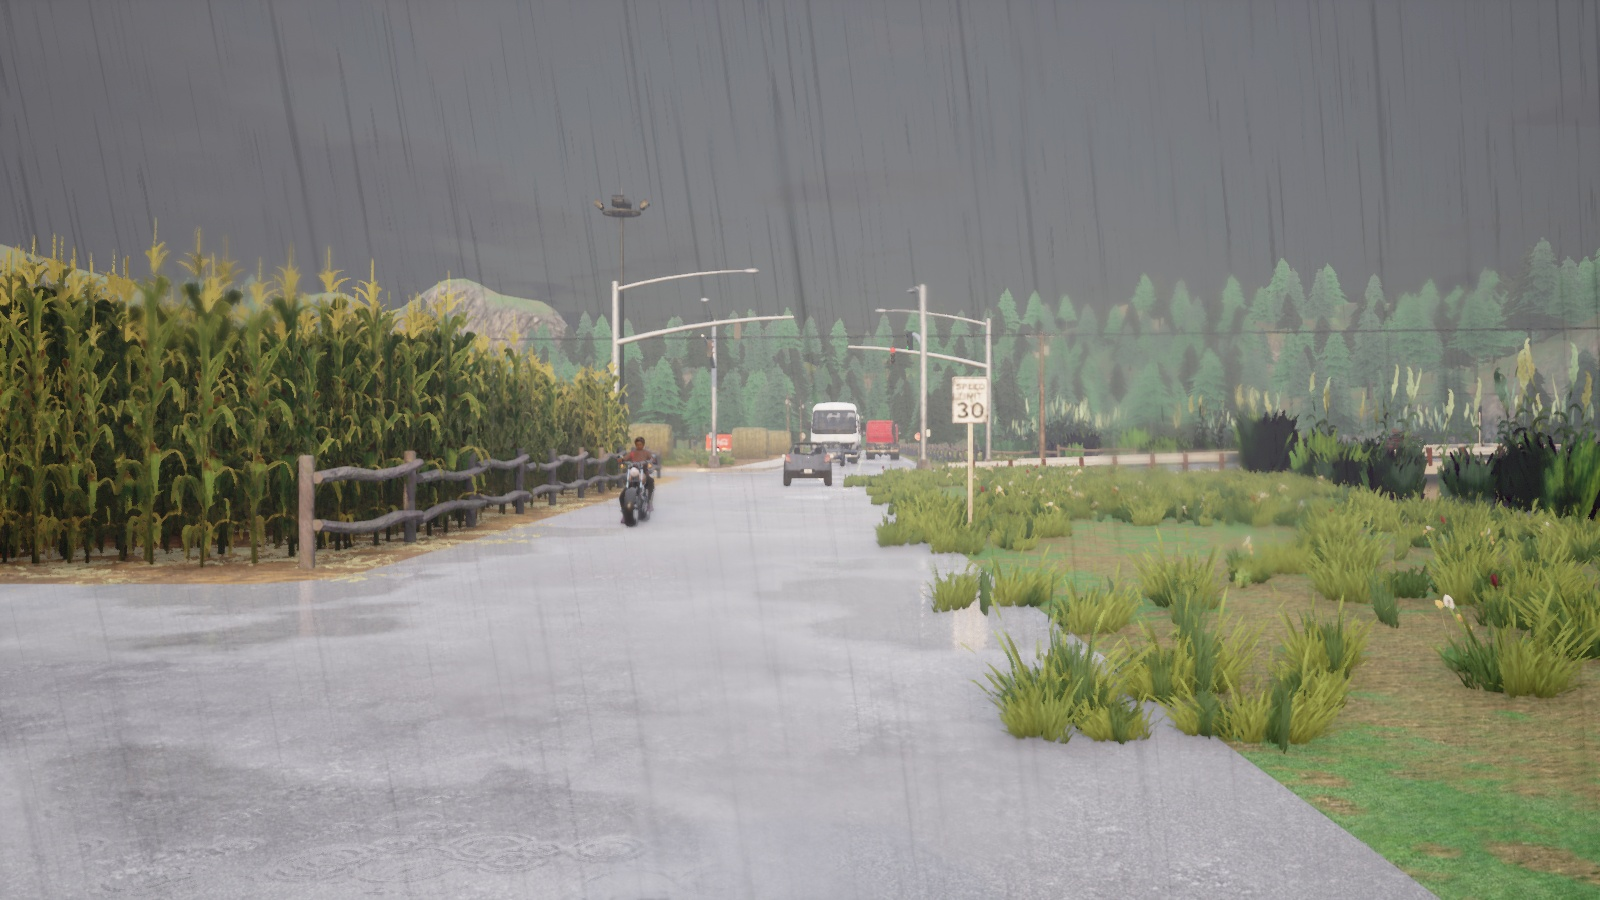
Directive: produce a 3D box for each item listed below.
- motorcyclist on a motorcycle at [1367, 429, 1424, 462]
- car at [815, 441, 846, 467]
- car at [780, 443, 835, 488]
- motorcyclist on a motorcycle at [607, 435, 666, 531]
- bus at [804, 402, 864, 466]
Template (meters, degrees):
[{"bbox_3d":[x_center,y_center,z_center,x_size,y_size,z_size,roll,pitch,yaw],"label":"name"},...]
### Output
[{"bbox_3d":[27.762,-0.210,58.556,2.191,1.530,0.866,-1,0,7],"label":"motorcyclist on a motorcycle"},{"bbox_3d":[1.876,0.247,76.608,1.789,1.549,3.705,0,0,3],"label":"car"},{"bbox_3d":[0.266,0.506,43.794,1.845,1.501,3.633,0,0,0],"label":"car"},{"bbox_3d":[-2.953,0.561,22.927,0.766,1.649,2.350,0,0,0],"label":"motorcyclist on a motorcycle"},{"bbox_3d":[2.541,-1.179,88.896,3.944,4.253,10.273,0,1,3],"label":"bus"}]
